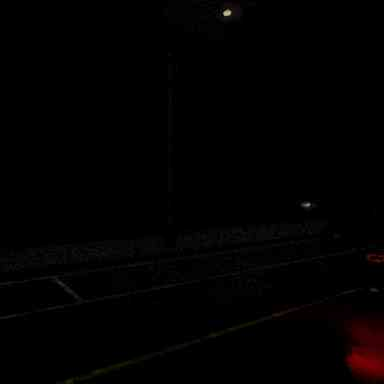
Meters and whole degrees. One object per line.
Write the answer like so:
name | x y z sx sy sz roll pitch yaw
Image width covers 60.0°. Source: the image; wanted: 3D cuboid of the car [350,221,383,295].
car | 5.837 1.477 7.445 5.008 1.535 1.882 0 0 -36

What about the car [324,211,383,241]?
car | 8.036 1.566 15.630 4.313 1.339 1.947 0 0 -36
